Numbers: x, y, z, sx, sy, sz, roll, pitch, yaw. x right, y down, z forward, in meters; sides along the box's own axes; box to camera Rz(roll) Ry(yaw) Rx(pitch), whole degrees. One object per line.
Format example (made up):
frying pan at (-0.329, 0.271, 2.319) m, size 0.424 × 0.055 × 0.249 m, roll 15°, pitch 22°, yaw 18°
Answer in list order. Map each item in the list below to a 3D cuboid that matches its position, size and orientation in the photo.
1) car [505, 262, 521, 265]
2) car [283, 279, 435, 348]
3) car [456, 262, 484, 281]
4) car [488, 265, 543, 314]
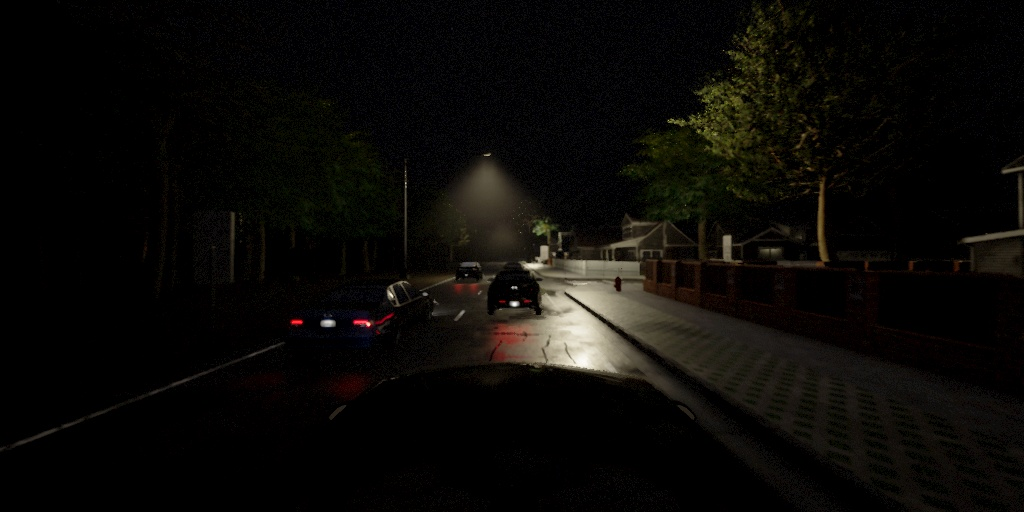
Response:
car at (0.104, 1.257, 30.273) m, size 1.812 × 1.442 × 4.674 m, roll 0°, pitch 0°, yaw 0°
car at (-3.404, 1.297, 9.150) m, size 2.033 × 1.411 × 5.357 m, roll 0°, pitch 0°, yaw 0°
car at (-3.399, 1.221, 29.269) m, size 2.128 × 1.511 × 4.902 m, roll 0°, pitch 0°, yaw 0°
car at (0.122, 1.252, 13.705) m, size 1.837 × 1.490 × 4.892 m, roll 0°, pitch 0°, yaw 1°
